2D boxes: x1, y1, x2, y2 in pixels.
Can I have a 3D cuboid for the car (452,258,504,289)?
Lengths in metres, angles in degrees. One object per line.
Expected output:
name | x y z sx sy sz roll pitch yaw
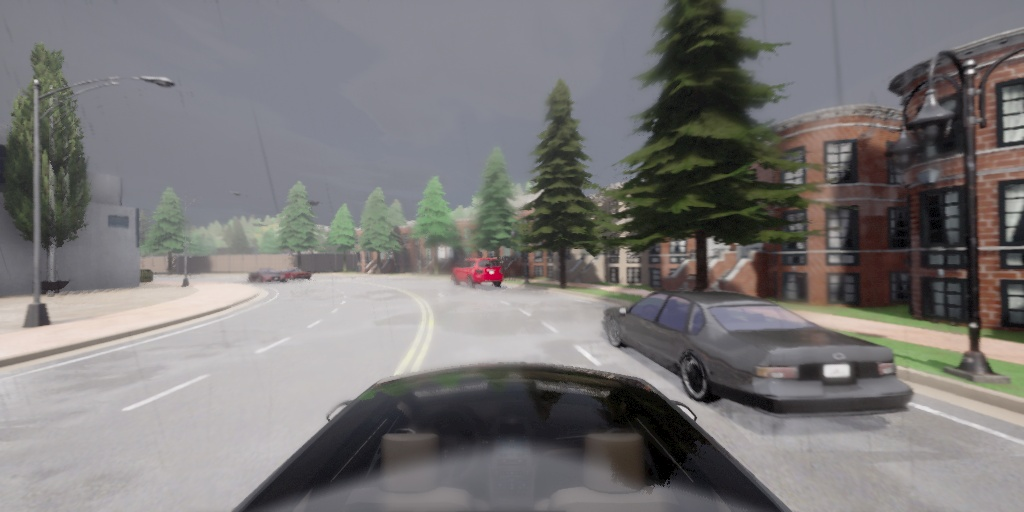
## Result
car | -2.566 1.213 25.865 2.150 2.045 5.566 0 -1 -28

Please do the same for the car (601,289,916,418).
car | 3.256 1.294 6.320 2.033 1.411 5.357 -1 0 -5

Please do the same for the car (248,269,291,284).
car | -22.966 1.896 33.662 4.181 1.385 1.994 -1 -1 36

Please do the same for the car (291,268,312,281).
car | -23.434 1.980 38.307 4.718 1.301 1.895 -1 -1 32
